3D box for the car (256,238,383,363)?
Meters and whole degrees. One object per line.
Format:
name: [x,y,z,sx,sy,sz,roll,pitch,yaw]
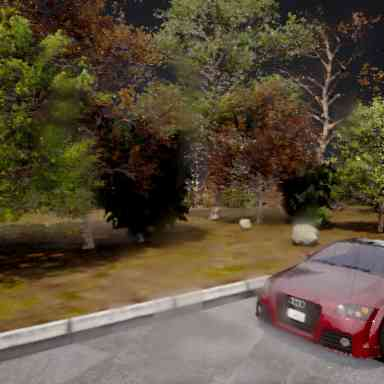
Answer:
car: [3.110,1.566,5.885,4.181,1.385,1.994,0,0,-35]
